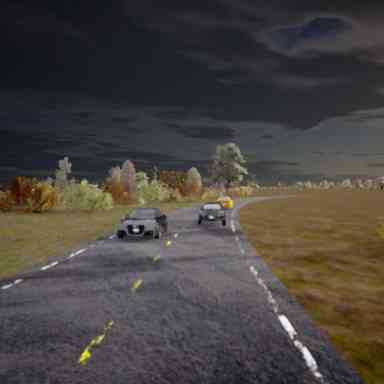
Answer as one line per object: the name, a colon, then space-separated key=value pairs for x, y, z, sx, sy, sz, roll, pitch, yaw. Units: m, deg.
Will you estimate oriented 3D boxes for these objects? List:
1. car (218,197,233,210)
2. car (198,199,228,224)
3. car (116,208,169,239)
car: x=4.073 y=1.335 z=41.492 sx=1.882 sy=1.535 sz=5.008 roll=0 pitch=0 yaw=10
car: x=1.486 y=1.444 z=23.642 sx=1.812 sy=1.442 sz=4.674 roll=0 pitch=0 yaw=6
car: x=-2.345 y=1.500 z=16.757 sx=1.994 sy=1.385 sz=4.181 roll=0 pitch=0 yaw=5
